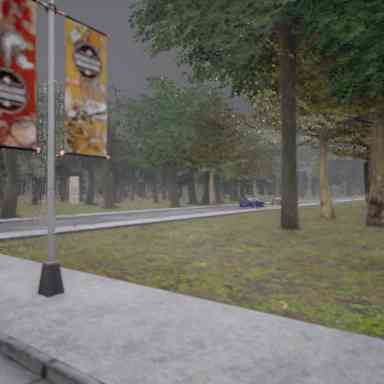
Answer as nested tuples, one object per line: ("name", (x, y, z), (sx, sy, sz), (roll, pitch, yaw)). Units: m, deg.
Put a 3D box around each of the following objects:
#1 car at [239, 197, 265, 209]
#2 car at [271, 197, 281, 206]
("car", (8.219, 1.432, 45.238), (1.882, 1.535, 5.008), (0, 0, 36))
("car", (14.203, 1.477, 53.703), (1.812, 1.442, 4.674), (0, 0, 36))
